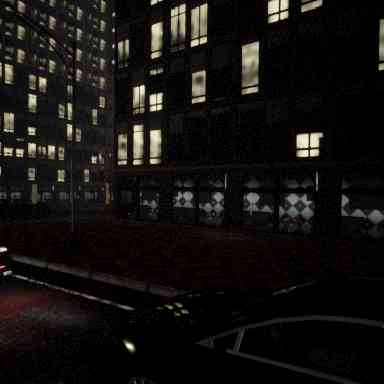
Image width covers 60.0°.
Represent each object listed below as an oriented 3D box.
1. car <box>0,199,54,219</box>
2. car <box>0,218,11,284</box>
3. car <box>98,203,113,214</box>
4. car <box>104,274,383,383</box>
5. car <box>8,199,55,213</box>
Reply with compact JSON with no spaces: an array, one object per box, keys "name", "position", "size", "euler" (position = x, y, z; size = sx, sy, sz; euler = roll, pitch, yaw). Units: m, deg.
[{"name":"car","position":[-15.635,1.519,30.547],"size":[2.192,1.841,5.009],"euler":[1,0,36]},{"name":"car","position":[-6.346,1.487,8.185],"size":[4.902,1.511,2.128],"euler":[0,0,36]},{"name":"car","position":[-8.848,1.830,39.766],"size":[1.752,1.417,4.829],"euler":[1,0,36]},{"name":"car","position":[1.335,1.491,2.728],"size":[4.902,1.511,2.128],"euler":[0,0,35]},{"name":"car","position":[-19.143,1.643,39.917],"size":[1.752,1.417,4.829],"euler":[1,0,36]}]
